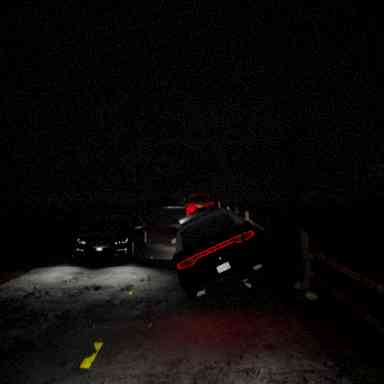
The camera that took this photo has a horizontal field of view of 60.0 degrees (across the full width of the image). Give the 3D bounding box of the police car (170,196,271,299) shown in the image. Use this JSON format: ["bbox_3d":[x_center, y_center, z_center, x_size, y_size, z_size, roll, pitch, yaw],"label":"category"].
[{"bbox_3d":[0.488,1.206,8.672,1.930,1.638,5.238,-25,0,0],"label":"police car"}]

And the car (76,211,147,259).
[{"bbox_3d":[-2.866,1.520,12.702,1.837,1.490,4.892,0,0,0],"label":"car"}]

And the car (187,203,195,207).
[{"bbox_3d":[0.799,1.560,18.552,1.812,1.442,4.674,0,0,0],"label":"car"}]

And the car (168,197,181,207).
[{"bbox_3d":[-2.914,1.788,56.128,2.033,1.411,5.357,0,-1,0],"label":"car"}]

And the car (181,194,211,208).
[{"bbox_3d":[0.687,1.227,24.495,2.150,2.045,5.566,-3,-2,3],"label":"car"}]

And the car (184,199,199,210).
[{"bbox_3d":[-0.054,1.708,46.487,2.033,1.411,5.357,0,0,0],"label":"car"}]
